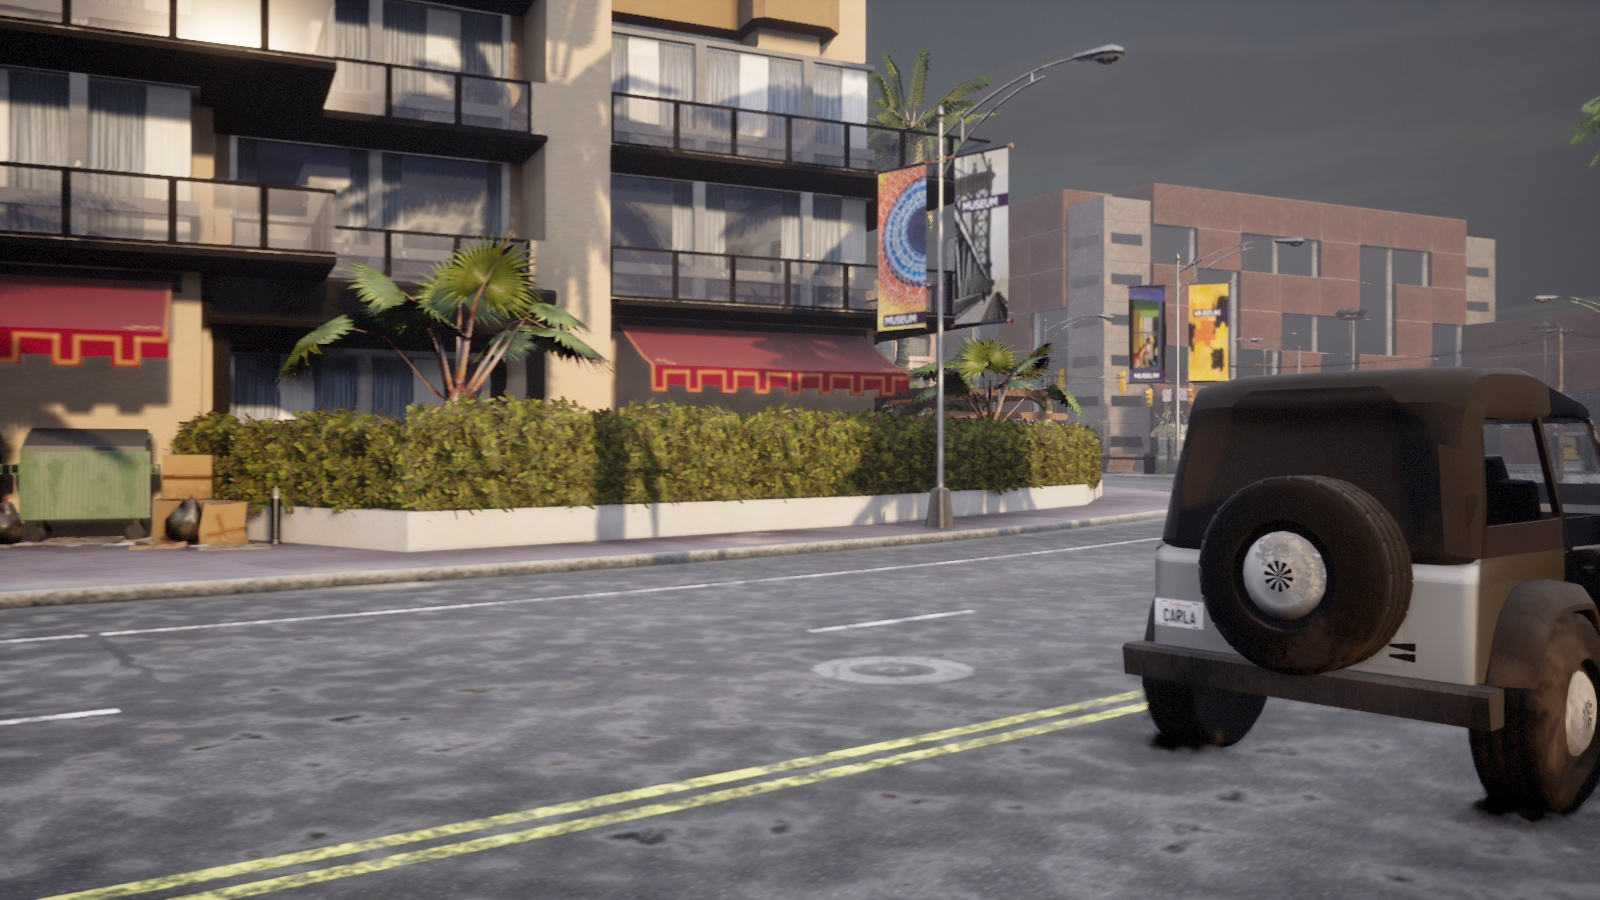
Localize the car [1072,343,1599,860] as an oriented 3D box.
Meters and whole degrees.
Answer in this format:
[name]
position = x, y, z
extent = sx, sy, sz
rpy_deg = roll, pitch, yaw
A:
[car]
position = 3.392, 0.553, 6.543
extent = 3.866, 1.878, 1.905
rpy_deg = 0, 0, -41
